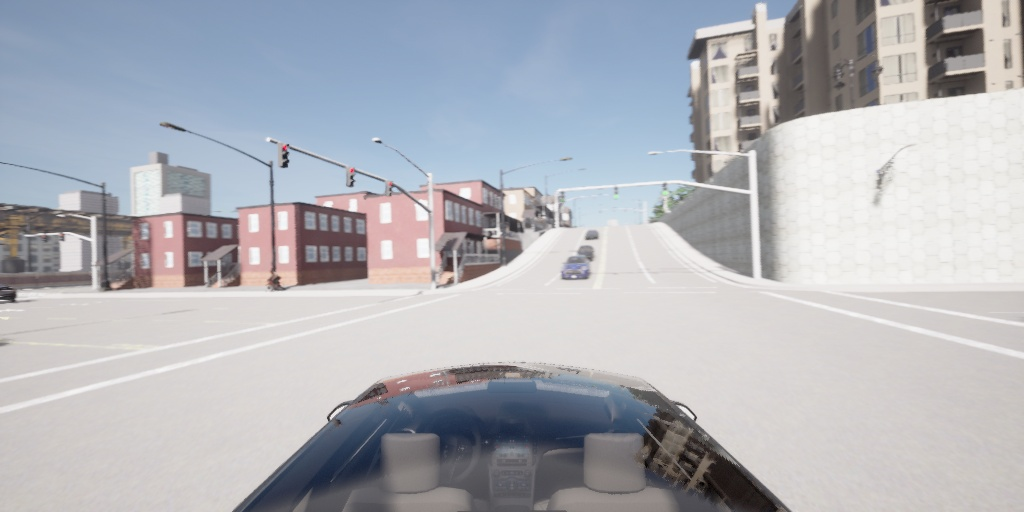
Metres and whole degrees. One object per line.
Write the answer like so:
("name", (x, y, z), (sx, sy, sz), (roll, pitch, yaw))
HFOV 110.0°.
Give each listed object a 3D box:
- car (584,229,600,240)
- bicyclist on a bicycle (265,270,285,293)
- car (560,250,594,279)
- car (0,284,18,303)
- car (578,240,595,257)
("car", (11.691, -3.149, 52.286), (1.994, 1.385, 4.181), (-2, 12, 16))
("bicyclist on a bicycle", (-17.846, 1.904, 26.959), (0.582, 1.620, 1.656), (-2, 0, 16))
("car", (5.157, 0.776, 28.775), (2.097, 1.767, 4.553), (-2, 4, 16))
("car", (-40.035, 2.881, 27.299), (4.902, 1.511, 2.128), (-2, 0, 18))
("car", (7.962, -0.342, 38.818), (1.837, 1.490, 4.892), (-2, 9, 16))
